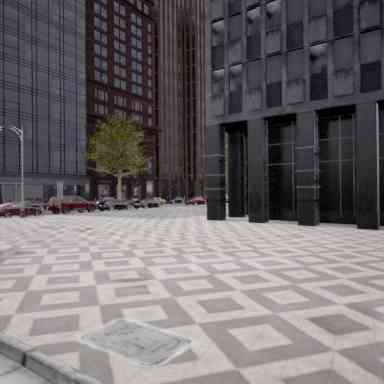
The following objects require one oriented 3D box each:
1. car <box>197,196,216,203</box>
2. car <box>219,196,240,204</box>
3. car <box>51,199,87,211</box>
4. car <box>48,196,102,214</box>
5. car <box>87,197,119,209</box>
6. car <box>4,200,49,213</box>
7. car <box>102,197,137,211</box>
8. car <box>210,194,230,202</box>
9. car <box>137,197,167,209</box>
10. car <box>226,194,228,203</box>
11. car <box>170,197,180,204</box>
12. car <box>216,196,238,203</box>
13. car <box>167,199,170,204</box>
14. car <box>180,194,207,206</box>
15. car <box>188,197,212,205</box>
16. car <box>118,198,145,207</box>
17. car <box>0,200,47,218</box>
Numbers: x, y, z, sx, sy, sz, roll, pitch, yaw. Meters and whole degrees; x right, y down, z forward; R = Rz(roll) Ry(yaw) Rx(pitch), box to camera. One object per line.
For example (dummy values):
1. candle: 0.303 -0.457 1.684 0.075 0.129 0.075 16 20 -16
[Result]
1. car: 3.202 1.534 71.282 1.887 1.381 4.507 -1 0 35
2. car: 7.024 1.463 61.797 1.947 1.339 4.313 -1 0 35
3. car: -15.977 1.641 43.405 1.802 1.307 4.206 -1 0 35
4. car: -12.154 1.289 33.926 2.192 1.841 5.009 -1 0 35
5. car: -12.782 1.483 48.051 1.967 1.590 4.097 -1 0 35
6. car: -19.173 1.641 38.760 1.947 1.339 4.313 -1 0 35
7. car: -8.956 1.524 38.570 1.947 1.339 4.313 -1 0 35
8. car: 6.397 1.295 75.929 2.192 1.841 5.009 -1 0 35
9. car: -5.760 1.508 43.215 1.947 1.339 4.313 -1 0 35
10. car: 3.826 1.222 57.154 2.192 1.841 5.009 -1 0 35
11. car: -3.191 1.574 61.990 1.947 1.339 4.313 -1 0 35
12. car: 7.141 1.469 66.503 2.033 1.411 5.357 -1 0 35
13. car: -6.484 1.544 57.203 1.752 1.417 4.829 -1 0 35
14. car: 0.631 1.462 52.507 1.887 1.381 4.507 -1 0 35
15. car: 1.478 1.539 58.274 1.895 1.301 4.718 -1 0 34
16. car: -9.584 1.612 52.697 1.802 1.307 4.206 -1 0 35
17. car: -15.348 1.576 29.279 1.802 1.307 4.206 -1 0 35
